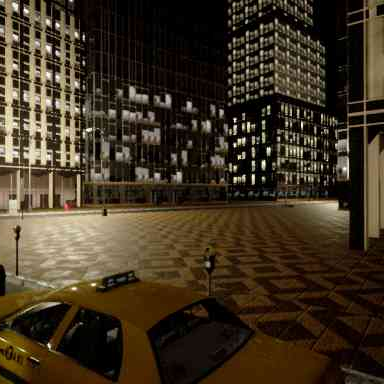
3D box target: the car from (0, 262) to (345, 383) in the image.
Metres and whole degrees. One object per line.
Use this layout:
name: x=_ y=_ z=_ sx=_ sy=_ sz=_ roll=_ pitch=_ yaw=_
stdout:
car: x=-0.964 y=1.525 z=3.562 sx=4.829 sy=1.417 sz=1.752 roll=0 pitch=0 yaw=35
